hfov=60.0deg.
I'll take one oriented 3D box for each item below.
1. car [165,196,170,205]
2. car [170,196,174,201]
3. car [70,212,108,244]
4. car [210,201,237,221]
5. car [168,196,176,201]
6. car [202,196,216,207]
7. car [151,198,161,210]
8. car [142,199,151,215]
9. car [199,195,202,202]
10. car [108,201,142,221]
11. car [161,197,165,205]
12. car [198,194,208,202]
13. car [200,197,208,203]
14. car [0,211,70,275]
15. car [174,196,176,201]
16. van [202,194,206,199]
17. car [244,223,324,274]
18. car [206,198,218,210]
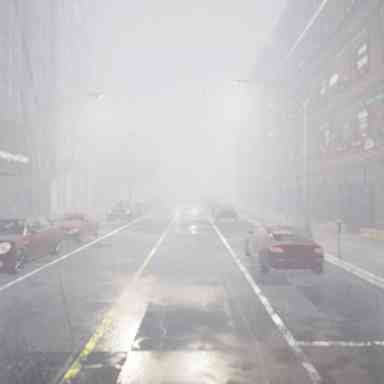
[{"bbox_3d":[-5.610,1.704,61.318,2.008,1.369,4.403,1,0,0],"label":"car"},{"bbox_3d":[-5.597,1.702,72.461,1.752,1.417,4.829,1,0,0],"label":"car"},{"bbox_3d":[-5.662,1.627,16.064,1.802,1.307,4.206,1,0,0],"label":"car"},{"bbox_3d":[2.731,1.655,27.333,1.802,1.307,4.206,1,0,0],"label":"car"},{"bbox_3d":[-5.571,1.775,95.256,2.008,1.369,4.403,1,0,0],"label":"car"},{"bbox_3d":[2.751,1.665,44.302,2.008,1.369,4.403,1,0,0],"label":"car"},{"bbox_3d":[-5.629,1.659,44.348,1.887,1.381,4.507,1,0,0],"label":"car"},{"bbox_3d":[-5.642,1.653,33.035,1.947,1.339,4.313,1,0,0],"label":"car"},{"bbox_3d":[2.776,1.719,61.271,1.947,1.339,4.313,1,0,0],"label":"car"},{"bbox_3d":[-5.647,1.513,27.379,1.967,1.590,4.097,1,0,0],"label":"car"},{"bbox_3d":[-5.623,1.678,50.004,2.008,1.369,4.403,1,0,0],"label":"car"},{"bbox_3d":[2.766,1.516,83.897,2.192,1.841,5.009,1,0,0],"label":"car"},{"bbox_3d":[2.756,1.771,78.240,1.802,1.307,4.206,1,0,0],"label":"car"},{"bbox_3d":[-5.666,1.470,10.408,1.967,1.590,4.097,1,0,0],"label":"car"},{"bbox_3d":[-5.578,1.763,89.599,2.008,1.369,4.403,1,0,0],"label":"car"},{"bbox_3d":[2.760,1.469,49.959,1.690,1.788,3.998,1,0,0],"label":"van"},{"bbox_3d":[2.712,1.612,10.363,1.802,1.307,4.206,1,0,0],"label":"car"},{"bbox_3d":[2.738,1.638,32.990,2.008,1.369,4.403,1,0,0],"label":"car"}]
